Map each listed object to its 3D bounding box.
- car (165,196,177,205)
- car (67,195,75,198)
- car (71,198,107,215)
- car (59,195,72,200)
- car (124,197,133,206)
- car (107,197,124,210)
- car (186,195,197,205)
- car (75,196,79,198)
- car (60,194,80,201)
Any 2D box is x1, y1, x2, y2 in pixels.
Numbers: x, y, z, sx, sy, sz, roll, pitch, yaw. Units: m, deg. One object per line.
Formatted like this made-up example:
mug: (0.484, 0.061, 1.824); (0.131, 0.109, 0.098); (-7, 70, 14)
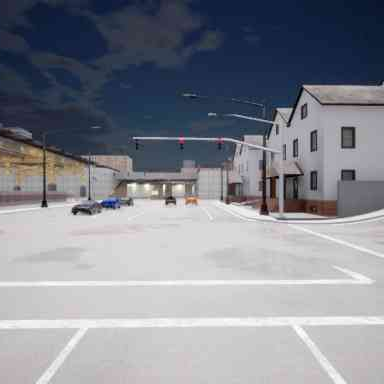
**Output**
car: (-3.677, 1.505, 58.535); (1.837, 1.490, 4.892); (0, 0, 0)
car: (-31.936, 1.452, 84.171); (2.038, 1.542, 4.974); (0, 0, -37)
car: (-10.704, 1.547, 34.298); (2.033, 1.411, 5.357); (0, 0, 0)
car: (-31.967, 1.295, 84.213); (1.853, 1.218, 4.536); (0, 0, -37)
car: (-10.752, 1.526, 54.295); (1.812, 1.442, 4.674); (0, 0, 0)
car: (-10.730, 1.478, 44.021); (1.882, 1.535, 5.008); (0, 0, 0)
car: (-0.082, 1.352, 60.478); (2.097, 1.767, 4.553); (0, 0, 0)
car: (-32.767, 1.295, 89.490); (1.853, 1.218, 4.536); (0, 0, 28)
car: (-32.742, 1.452, 89.535); (2.038, 1.542, 4.974); (0, 0, 28)
